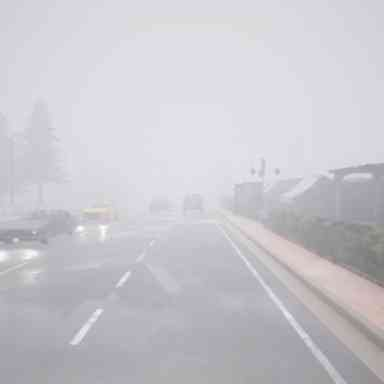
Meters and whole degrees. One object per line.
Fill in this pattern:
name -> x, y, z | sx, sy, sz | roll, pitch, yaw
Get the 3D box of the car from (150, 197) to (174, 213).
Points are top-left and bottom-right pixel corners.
car -> -3.401, 1.340, 36.666 | 2.097, 1.767, 4.553 | 0, 0, 0

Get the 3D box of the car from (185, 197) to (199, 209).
car -> 0.017, 1.492, 47.138 | 1.837, 1.490, 4.892 | 0, 1, 0

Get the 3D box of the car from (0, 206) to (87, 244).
car -> -7.084, 1.543, 16.031 | 2.033, 1.411, 5.357 | 0, 0, 0

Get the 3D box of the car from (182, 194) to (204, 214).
car -> 0.098, 1.211, 35.582 | 2.150, 2.045, 5.566 | 0, 0, 0

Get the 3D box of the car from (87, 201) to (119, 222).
car -> -7.065, 1.470, 26.129 | 1.882, 1.535, 5.008 | 0, 0, 0
